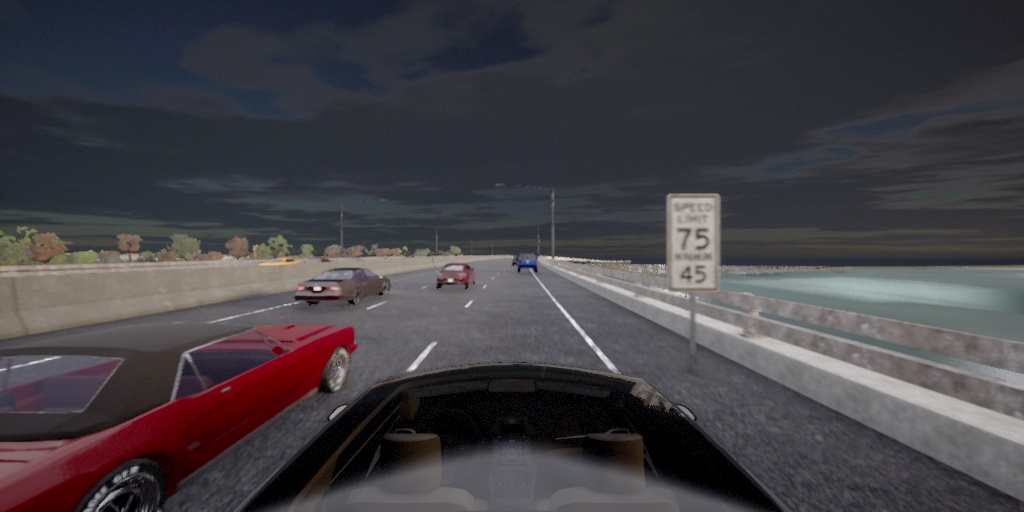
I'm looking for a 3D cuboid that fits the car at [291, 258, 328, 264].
[{"bbox_3d":[-20.666,0.935,37.994,1.882,1.535,5.008,0,0,2],"label":"car"}]

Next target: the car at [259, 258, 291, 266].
[{"bbox_3d":[-24.173,0.937,37.614,1.882,1.535,5.008,0,0,2],"label":"car"}]

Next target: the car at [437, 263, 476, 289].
[{"bbox_3d":[-3.266,1.113,21.483,1.812,1.442,4.674,0,0,1],"label":"car"}]

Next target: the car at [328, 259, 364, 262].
[{"bbox_3d":[-17.162,1.001,38.746,2.033,1.411,5.357,0,0,1],"label":"car"}]

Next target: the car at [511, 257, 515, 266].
[{"bbox_3d":[0.919,0.836,56.981,1.837,1.490,4.892,0,1,2],"label":"car"}]

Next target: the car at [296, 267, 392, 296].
[{"bbox_3d":[-6.836,1.183,15.135,2.033,1.411,5.357,0,0,0],"label":"car"}]

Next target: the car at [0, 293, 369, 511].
[{"bbox_3d":[-3.394,1.333,3.651,1.895,1.301,4.718,0,0,0],"label":"car"}]

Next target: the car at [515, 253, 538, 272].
[{"bbox_3d":[1.654,0.679,38.959,2.150,2.045,5.566,0,0,1],"label":"car"}]
